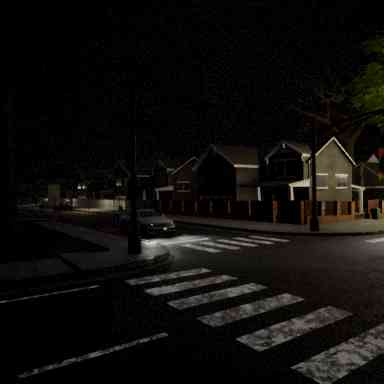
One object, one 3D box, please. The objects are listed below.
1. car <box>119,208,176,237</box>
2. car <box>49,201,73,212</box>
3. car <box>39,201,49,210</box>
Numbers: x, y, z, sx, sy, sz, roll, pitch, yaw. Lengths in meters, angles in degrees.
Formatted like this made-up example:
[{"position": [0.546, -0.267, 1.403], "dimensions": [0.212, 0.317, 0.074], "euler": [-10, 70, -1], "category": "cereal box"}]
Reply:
[{"position": [-2.792, 1.718, 19.750], "dimensions": [1.812, 1.442, 4.674], "euler": [-1, 0, -35], "category": "car"}, {"position": [-18.255, 1.984, 47.013], "dimensions": [2.128, 1.511, 4.902], "euler": [-1, 0, -34], "category": "car"}, {"position": [-24.231, 2.186, 55.542], "dimensions": [1.994, 1.385, 4.181], "euler": [-1, 0, -35], "category": "car"}]
